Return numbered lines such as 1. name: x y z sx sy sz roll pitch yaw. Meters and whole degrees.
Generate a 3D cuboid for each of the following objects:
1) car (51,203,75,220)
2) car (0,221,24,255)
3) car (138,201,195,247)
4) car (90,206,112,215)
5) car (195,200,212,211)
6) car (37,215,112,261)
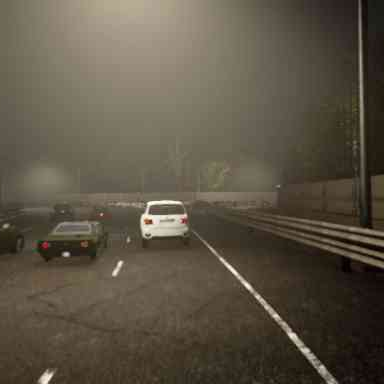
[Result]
1. car: -13.007 1.938 33.656 2.097 1.767 4.553 0 -1 -19
2. car: -7.883 1.594 12.014 2.097 1.767 4.553 -1 -1 -6
3. car: -1.467 1.465 16.755 2.150 2.045 5.566 0 -1 -9
4. car: -8.967 2.097 32.679 1.994 1.385 4.181 0 -1 -17
5. car: 1.735 2.074 54.368 2.097 1.767 4.553 -1 -1 23
6. car: -4.494 1.828 13.353 1.895 1.301 4.718 0 -1 -7
